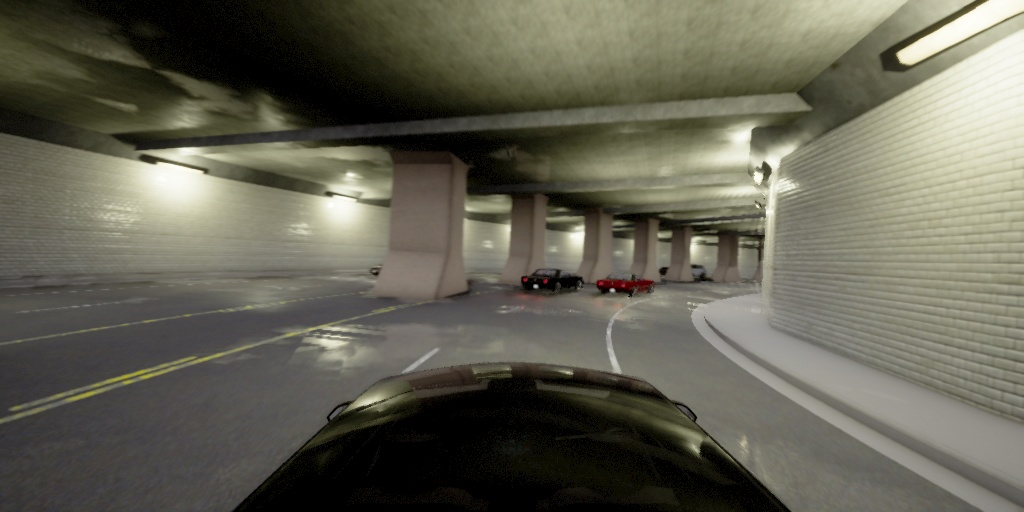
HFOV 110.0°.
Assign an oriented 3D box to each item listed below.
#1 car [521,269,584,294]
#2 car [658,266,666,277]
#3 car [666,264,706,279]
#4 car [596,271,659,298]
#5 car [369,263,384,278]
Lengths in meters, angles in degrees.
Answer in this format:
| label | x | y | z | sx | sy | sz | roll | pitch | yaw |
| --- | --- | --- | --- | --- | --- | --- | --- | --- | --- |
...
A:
| label | x | y | z | sx | sy | sz | roll | pitch | yaw |
| --- | --- | --- | --- | --- | --- | --- | --- | --- | --- |
| car | 2.527 | 1.412 | 21.124 | 1.895 | 1.301 | 4.718 | 3 | 0 | 34 |
| car | 22.687 | 2.230 | 52.402 | 4.892 | 1.490 | 1.837 | 2 | 0 | -30 |
| car | 24.336 | 2.043 | 49.335 | 5.566 | 2.045 | 2.150 | 3 | 0 | -29 |
| car | 6.776 | 1.628 | 21.036 | 1.895 | 1.301 | 4.718 | 3 | 0 | 38 |
| car | -7.496 | 0.795 | 24.936 | 1.837 | 1.490 | 4.892 | 2 | 0 | 33 |
